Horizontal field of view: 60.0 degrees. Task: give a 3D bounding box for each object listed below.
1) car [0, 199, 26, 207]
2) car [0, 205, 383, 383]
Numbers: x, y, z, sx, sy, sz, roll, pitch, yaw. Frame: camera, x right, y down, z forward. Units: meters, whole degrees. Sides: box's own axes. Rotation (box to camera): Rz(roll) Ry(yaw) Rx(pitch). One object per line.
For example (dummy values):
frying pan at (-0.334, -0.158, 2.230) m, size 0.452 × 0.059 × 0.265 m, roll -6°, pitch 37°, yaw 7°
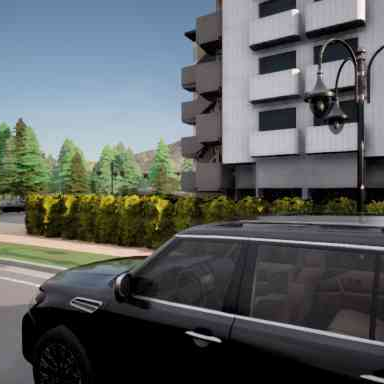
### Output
car at (-18.192, 1.491, 33.490) m, size 2.128 × 1.511 × 4.902 m, roll 0°, pitch 0°, yaw 33°
car at (0.743, 1.221, 3.139) m, size 5.566 × 2.045 × 2.150 m, roll 0°, pitch 0°, yaw 34°
